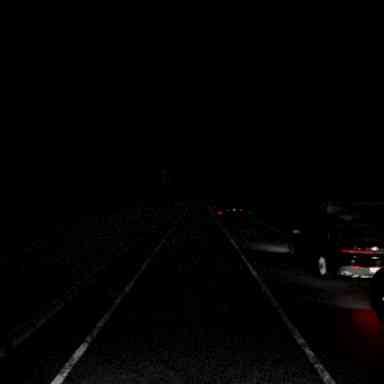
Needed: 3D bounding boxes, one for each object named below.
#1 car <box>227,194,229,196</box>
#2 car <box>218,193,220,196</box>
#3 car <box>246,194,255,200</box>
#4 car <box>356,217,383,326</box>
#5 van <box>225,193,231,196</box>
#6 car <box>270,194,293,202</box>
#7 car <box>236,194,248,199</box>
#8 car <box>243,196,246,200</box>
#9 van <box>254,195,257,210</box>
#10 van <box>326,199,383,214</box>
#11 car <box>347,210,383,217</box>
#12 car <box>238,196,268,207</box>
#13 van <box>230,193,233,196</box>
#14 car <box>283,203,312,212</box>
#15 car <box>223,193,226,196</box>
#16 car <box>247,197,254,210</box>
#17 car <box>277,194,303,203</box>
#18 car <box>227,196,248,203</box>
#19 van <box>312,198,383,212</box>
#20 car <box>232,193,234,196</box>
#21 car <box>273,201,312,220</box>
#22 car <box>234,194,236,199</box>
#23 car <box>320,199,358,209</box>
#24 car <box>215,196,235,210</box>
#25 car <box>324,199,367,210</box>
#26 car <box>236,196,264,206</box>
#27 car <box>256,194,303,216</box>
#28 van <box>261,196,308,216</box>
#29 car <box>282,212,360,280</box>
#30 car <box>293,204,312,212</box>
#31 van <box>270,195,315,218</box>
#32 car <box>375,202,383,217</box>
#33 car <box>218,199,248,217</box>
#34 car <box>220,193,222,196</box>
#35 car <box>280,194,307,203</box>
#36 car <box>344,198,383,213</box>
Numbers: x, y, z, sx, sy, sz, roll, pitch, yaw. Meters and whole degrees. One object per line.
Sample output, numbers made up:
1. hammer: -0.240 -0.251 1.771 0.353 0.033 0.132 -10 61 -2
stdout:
1. car: 10.387 1.675 71.939 4.792 1.488 2.163 1 0 1
2. car: 10.908 1.377 94.356 5.566 2.045 2.435 1 0 1
3. car: 9.875 1.575 43.911 4.553 1.767 2.185 1 0 1
4. car: 4.274 1.430 4.240 2.097 1.767 4.553 1 0 1
5. van: 10.361 1.413 74.743 4.442 1.987 1.878 1 0 1
6. car: 23.816 1.544 88.657 5.566 2.045 2.435 1 0 1
7. car: 9.932 1.438 49.517 5.566 2.045 2.435 1 0 1
8. car: 9.896 1.735 46.715 4.674 1.452 2.002 1 0 1
9. van: 9.847 1.487 38.303 4.442 1.987 1.878 1 0 1
10. van: 9.154 1.470 15.883 4.442 1.987 1.878 1 0 1
11. car: 9.205 1.682 13.073 5.008 1.535 2.097 1 0 1
12. car: 10.042 1.552 55.123 4.553 1.767 2.185 1 0 1
13. van: 10.131 1.434 63.533 4.442 1.987 1.878 1 0 1
14. car: 9.437 1.765 24.290 4.674 1.452 2.002 1 0 1
15. car: 10.775 1.628 80.343 5.366 1.575 1.946 1 0 1
16. car: 9.778 1.707 41.110 4.892 1.521 2.231 1 0 1
17. car: 23.644 1.550 80.303 5.566 2.045 2.435 1 0 1
18. car: 10.561 1.664 77.544 4.792 1.488 2.163 1 0 1
19. van: 9.445 1.485 18.679 4.442 1.987 1.878 1 0 1
20. car: 10.220 1.542 60.727 4.553 1.767 2.185 1 0 1
21. car: 9.504 1.728 27.093 4.892 1.521 2.231 1 0 1
22. car: 9.989 1.432 52.320 5.566 2.045 2.435 1 0 1
23. car: 23.104 1.857 52.423 4.892 1.521 2.231 1 0 1
24. car: 4.183 1.636 44.642 2.128 1.511 4.902 1 0 1
25. car: 22.856 1.856 49.651 5.366 1.575 1.946 1 0 1
26. car: 10.100 1.547 57.926 4.553 1.767 2.185 1 0 1
27. car: 9.587 1.471 32.700 5.566 2.045 2.435 1 0 1
28. van: 9.789 1.493 35.501 4.442 1.987 1.878 1 0 1
29. car: 4.404 1.612 10.276 1.837 1.490 4.892 1 0 1
30. car: 9.411 1.750 21.482 4.792 1.488 2.163 1 0 1
31. van: 9.674 1.503 29.897 4.442 1.987 1.878 1 0 1
32. car: 22.942 1.888 35.767 5.366 1.575 1.946 1 0 1
33. car: 3.967 1.694 33.092 2.033 1.411 5.357 1 0 2
34. car: 10.732 1.652 88.753 4.792 1.488 2.163 1 0 1
35. car: 23.590 1.555 77.642 5.566 2.045 2.435 1 0 1
36. car: 22.960 1.747 44.097 4.553 1.767 2.185 1 0 1
